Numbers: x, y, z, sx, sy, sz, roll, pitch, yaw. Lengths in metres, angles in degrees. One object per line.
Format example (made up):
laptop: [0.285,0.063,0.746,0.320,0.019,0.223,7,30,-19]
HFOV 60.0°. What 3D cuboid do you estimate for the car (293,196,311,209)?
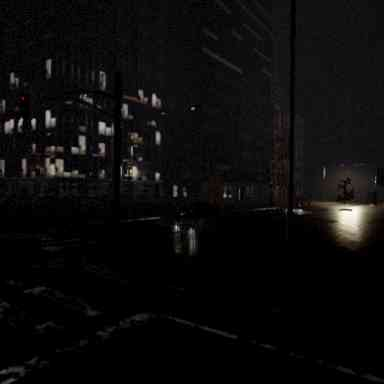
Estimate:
car: [15.036,1.397,46.730,2.097,1.767,4.553,1,1,37]

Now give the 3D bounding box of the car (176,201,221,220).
car: [0.642,1.456,27.564,1.812,1.442,4.674,1,1,37]
